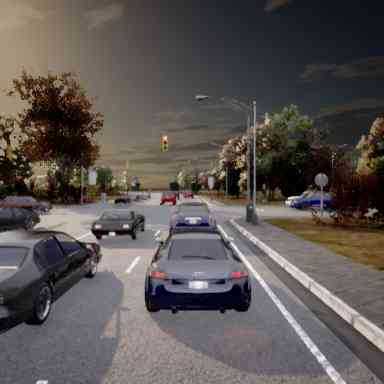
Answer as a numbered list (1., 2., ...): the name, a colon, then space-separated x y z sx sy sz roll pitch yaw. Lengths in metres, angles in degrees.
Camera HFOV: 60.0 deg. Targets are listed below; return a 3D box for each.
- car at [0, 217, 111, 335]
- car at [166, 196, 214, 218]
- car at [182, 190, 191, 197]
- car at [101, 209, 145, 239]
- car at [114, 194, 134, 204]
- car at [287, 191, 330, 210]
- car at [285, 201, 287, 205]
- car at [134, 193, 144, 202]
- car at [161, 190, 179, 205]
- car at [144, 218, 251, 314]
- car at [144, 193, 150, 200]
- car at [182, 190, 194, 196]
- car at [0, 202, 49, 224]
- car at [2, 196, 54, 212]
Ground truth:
1. car: -3.418 1.526 6.978 2.033 1.411 5.357 0 0 -1
2. car: 0.039 1.268 16.301 2.097 1.767 4.553 0 0 0
3. car: -1.619 0.372 94.035 2.097 1.767 4.553 0 1 -7
4. car: -3.482 1.514 16.622 1.895 1.301 4.718 0 0 -1
5. car: -10.805 1.257 52.110 1.895 1.301 4.718 0 0 0
6. car: 14.010 0.985 37.372 5.566 2.045 2.150 0 0 -3
7. car: 14.413 0.959 40.895 5.566 2.045 2.150 0 0 -3
8. car: -10.819 1.075 61.212 2.128 1.511 4.902 0 0 0
9. car: -3.557 0.886 50.990 2.150 2.045 5.566 0 0 0
10. car: 0.079 1.539 7.668 1.994 1.385 4.181 0 0 -1
11. car: -10.865 1.079 71.168 1.895 1.301 4.718 0 1 -1
12. car: -0.799 0.547 83.387 2.150 2.045 5.566 0 1 -4
13. car: -10.051 1.455 17.261 2.033 1.411 5.357 0 0 8
14. car: -15.768 1.154 31.860 4.553 1.767 2.097 0 0 -3
